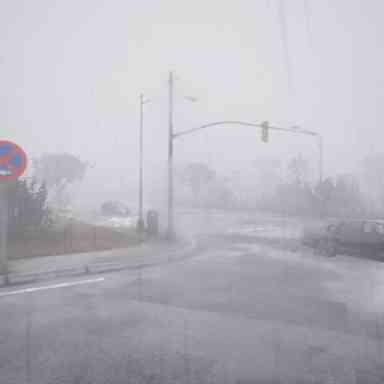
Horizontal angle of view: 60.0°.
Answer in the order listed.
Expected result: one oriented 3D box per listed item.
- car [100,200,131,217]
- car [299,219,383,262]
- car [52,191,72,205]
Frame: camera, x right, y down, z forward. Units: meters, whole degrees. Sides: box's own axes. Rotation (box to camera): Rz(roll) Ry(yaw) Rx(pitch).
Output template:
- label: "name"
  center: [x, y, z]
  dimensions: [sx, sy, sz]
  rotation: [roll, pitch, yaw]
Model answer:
- label: "car"
  center: [-7.610, 1.572, 32.781]
  dimensions: [2.128, 1.511, 4.902]
  rotation: [0, 0, -32]
- label: "car"
  center: [6.150, 1.621, 10.993]
  dimensions: [2.033, 1.411, 5.357]
  rotation: [0, 0, -32]
- label: "car"
  center: [-21.348, 0.923, 54.577]
  dimensions: [2.150, 2.045, 5.566]
  rotation: [1, 1, -34]
